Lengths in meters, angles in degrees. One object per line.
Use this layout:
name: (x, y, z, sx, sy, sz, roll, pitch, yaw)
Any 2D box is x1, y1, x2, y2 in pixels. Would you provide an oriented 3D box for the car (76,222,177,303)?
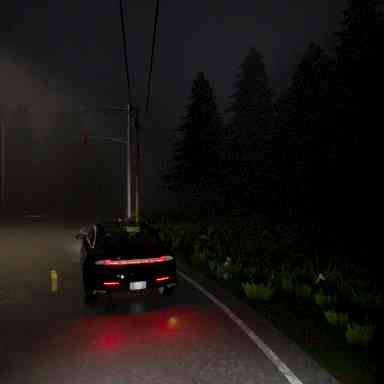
car: (-1.789, 1.492, 8.351, 2.128, 1.511, 4.902, 0, 0, -19)
